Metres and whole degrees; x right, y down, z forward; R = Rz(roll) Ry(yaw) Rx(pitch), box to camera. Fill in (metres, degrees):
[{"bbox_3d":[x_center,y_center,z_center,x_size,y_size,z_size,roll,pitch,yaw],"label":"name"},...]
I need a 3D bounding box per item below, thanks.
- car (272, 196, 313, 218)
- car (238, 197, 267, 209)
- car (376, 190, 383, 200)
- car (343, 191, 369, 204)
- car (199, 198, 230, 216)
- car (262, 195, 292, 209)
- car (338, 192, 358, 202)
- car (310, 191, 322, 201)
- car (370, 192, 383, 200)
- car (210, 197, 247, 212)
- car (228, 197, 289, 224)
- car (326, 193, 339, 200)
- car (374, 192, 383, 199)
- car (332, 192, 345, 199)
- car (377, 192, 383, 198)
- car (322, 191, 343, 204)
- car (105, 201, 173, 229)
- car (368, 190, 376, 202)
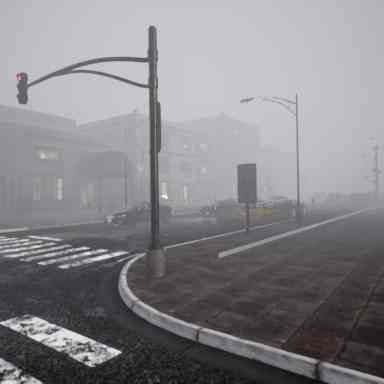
[{"bbox_3d":[7.621,1.217,26.126,2.008,1.369,4.403,-1,0,36],"label":"car"},{"bbox_3d":[7.360,1.293,40.006,1.802,1.307,4.206,-1,0,36],"label":"car"},{"bbox_3d":[33.662,0.570,61.916,2.192,1.841,5.009,-1,0,36],"label":"car"},{"bbox_3d":[22.941,0.898,46.429,1.882,1.535,5.008,-1,0,36],"label":"car"},{"bbox_3d":[2.577,1.376,29.044,1.895,1.301,4.718,-1,0,36],"label":"car"},{"bbox_3d":[10.126,1.181,39.384,1.812,1.442,4.674,-1,0,36],"label":"car"},{"bbox_3d":[26.662,0.869,56.716,2.128,1.511,4.902,-1,0,36],"label":"car"},{"bbox_3d":[23.633,0.769,62.375,2.192,1.841,5.009,-1,0,36],"label":"car"},{"bbox_3d":[36.921,0.771,66.390,1.947,1.339,4.313,-1,0,36],"label":"car"},{"bbox_3d":[4.004,1.290,35.394,1.752,1.417,4.829,-1,0,36],"label":"car"},{"bbox_3d":[4.466,1.242,21.790,1.752,1.417,4.829,-1,0,36],"label":"car"},{"bbox_3d":[30.147,0.936,71.322,1.802,1.307,4.206,-1,0,36],"label":"car"},{"bbox_3d":[40.176,0.721,70.864,1.947,1.339,4.313,-1,0,36],"label":"car"},{"bbox_3d":[33.402,0.744,75.795,1.967,1.590,4.097,-1,0,36],"label":"car"},{"bbox_3d":[43.257,0.653,75.085,1.887,1.381,4.507,-1,0,36],"label":"car"},{"bbox_3d":[21.427,0.812,49.518,2.097,1.767,4.553,-1,0,36],"label":"car"},{"bbox_3d":[-3.259,1.360,21.009,2.128,1.511,4.902,-1,0,37],"label":"car"},{"bbox_3d":[27.065,0.860,52.086,1.837,1.490,4.892,-1,0,36],"label":"car"}]
